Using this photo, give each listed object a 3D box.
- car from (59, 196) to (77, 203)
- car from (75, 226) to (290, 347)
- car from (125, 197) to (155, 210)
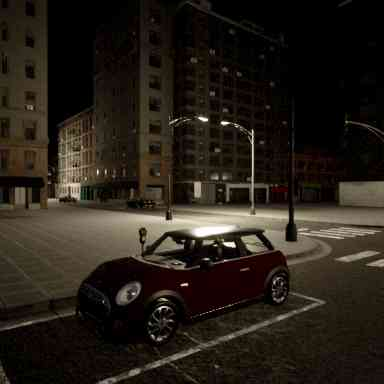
[{"bbox_3d":[-22.166,1.274,59.258,1.895,1.301,4.718,0,0,-39],"label":"car"},{"bbox_3d":[-0.029,1.440,6.285,4.097,1.590,1.967,0,0,-38],"label":"car"},{"bbox_3d":[-6.109,1.307,38.721,2.128,1.511,4.902,0,0,-38],"label":"car"}]
